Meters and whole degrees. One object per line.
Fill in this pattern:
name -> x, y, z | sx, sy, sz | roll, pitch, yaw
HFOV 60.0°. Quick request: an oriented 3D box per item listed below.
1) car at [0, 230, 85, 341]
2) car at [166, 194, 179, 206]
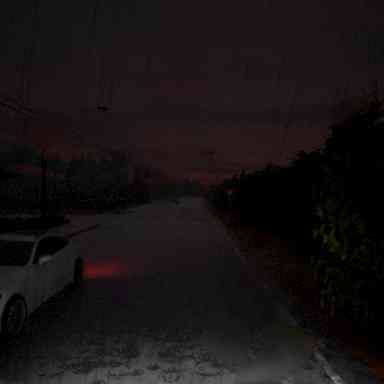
car -> -3.581, 1.547, 6.666 | 1.812, 1.442, 4.674 | 0, 0, 0
car -> -3.529, 1.413, 61.511 | 2.150, 2.045, 5.566 | 0, 0, 1
